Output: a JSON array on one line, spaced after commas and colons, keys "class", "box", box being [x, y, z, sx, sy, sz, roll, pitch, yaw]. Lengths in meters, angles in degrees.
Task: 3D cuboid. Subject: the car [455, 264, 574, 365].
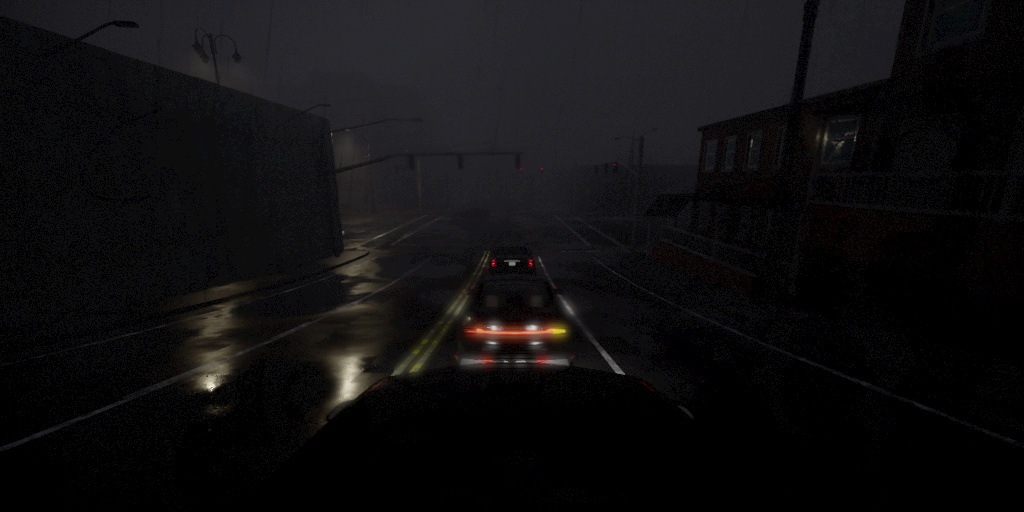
[{"class": "car", "box": [0.052, 1.122, 7.195, 1.837, 1.490, 4.892, 0, 2, 0]}]

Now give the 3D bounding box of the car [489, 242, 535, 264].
[{"class": "car", "box": [0.012, 0.085, 17.446, 2.097, 1.767, 4.553, 0, 7, 0]}]

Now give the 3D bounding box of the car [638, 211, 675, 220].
[{"class": "car", "box": [18.539, -5.426, 46.088, 4.718, 1.301, 1.895, 0, 12, 0]}]

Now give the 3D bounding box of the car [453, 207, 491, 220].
[{"class": "car", "box": [-5.127, -5.536, 46.153, 4.892, 1.490, 1.837, 0, 12, 0]}]
